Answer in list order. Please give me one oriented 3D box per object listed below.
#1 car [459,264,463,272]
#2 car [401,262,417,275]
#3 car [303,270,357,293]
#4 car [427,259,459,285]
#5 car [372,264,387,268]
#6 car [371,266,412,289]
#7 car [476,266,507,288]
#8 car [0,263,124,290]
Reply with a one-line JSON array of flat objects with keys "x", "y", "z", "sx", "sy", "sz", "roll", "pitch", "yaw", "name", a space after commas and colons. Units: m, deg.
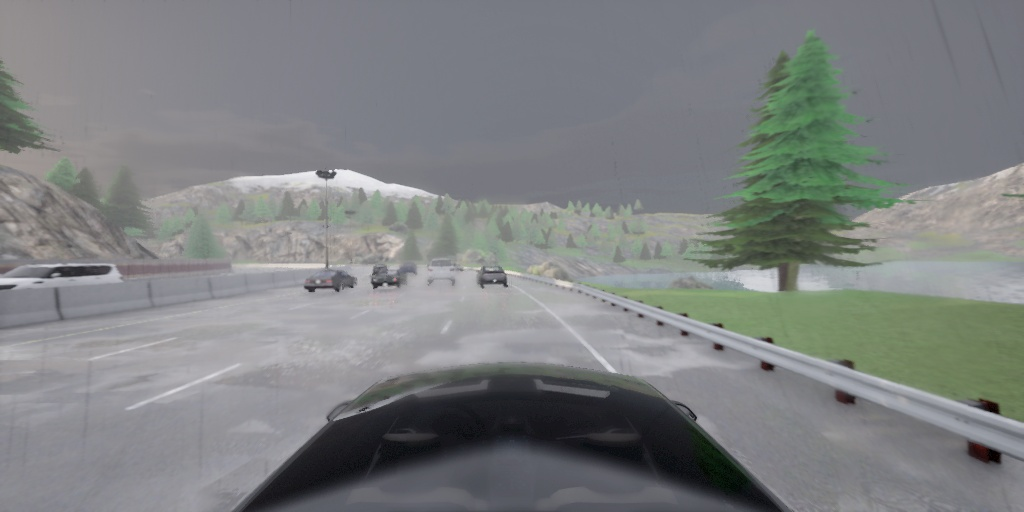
[{"x": -9.206, "y": 1.861, "z": 57.354, "sx": 1.895, "sy": 1.301, "sz": 4.718, "roll": -1, "pitch": 0, "yaw": -20, "name": "car"}, {"x": -14.001, "y": 1.613, "z": 48.707, "sx": 2.097, "sy": 1.767, "sz": 4.553, "roll": -1, "pitch": 0, "yaw": -17, "name": "car"}, {"x": -11.879, "y": 1.606, "z": 23.769, "sx": 2.033, "sy": 1.411, "sz": 5.357, "roll": -1, "pitch": 0, "yaw": -9, "name": "car"}, {"x": -5.765, "y": 1.243, "z": 29.591, "sx": 2.150, "sy": 2.045, "sz": 5.566, "roll": 0, "pitch": 0, "yaw": -10, "name": "car"}, {"x": -17.097, "y": 1.795, "z": 46.831, "sx": 1.837, "sy": 1.490, "sz": 4.892, "roll": 0, "pitch": 0, "yaw": -17, "name": "car"}, {"x": -8.699, "y": 1.634, "z": 25.904, "sx": 1.895, "sy": 1.301, "sz": 4.718, "roll": -1, "pitch": 0, "yaw": -9, "name": "car"}, {"x": -1.517, "y": 1.430, "z": 25.745, "sx": 2.128, "sy": 1.511, "sz": 4.902, "roll": 0, "pitch": 0, "yaw": -9, "name": "car"}, {"x": -21.778, "y": 1.363, "z": 16.928, "sx": 2.150, "sy": 2.045, "sz": 5.566, "roll": -1, "pitch": -1, "yaw": -5, "name": "car"}]
